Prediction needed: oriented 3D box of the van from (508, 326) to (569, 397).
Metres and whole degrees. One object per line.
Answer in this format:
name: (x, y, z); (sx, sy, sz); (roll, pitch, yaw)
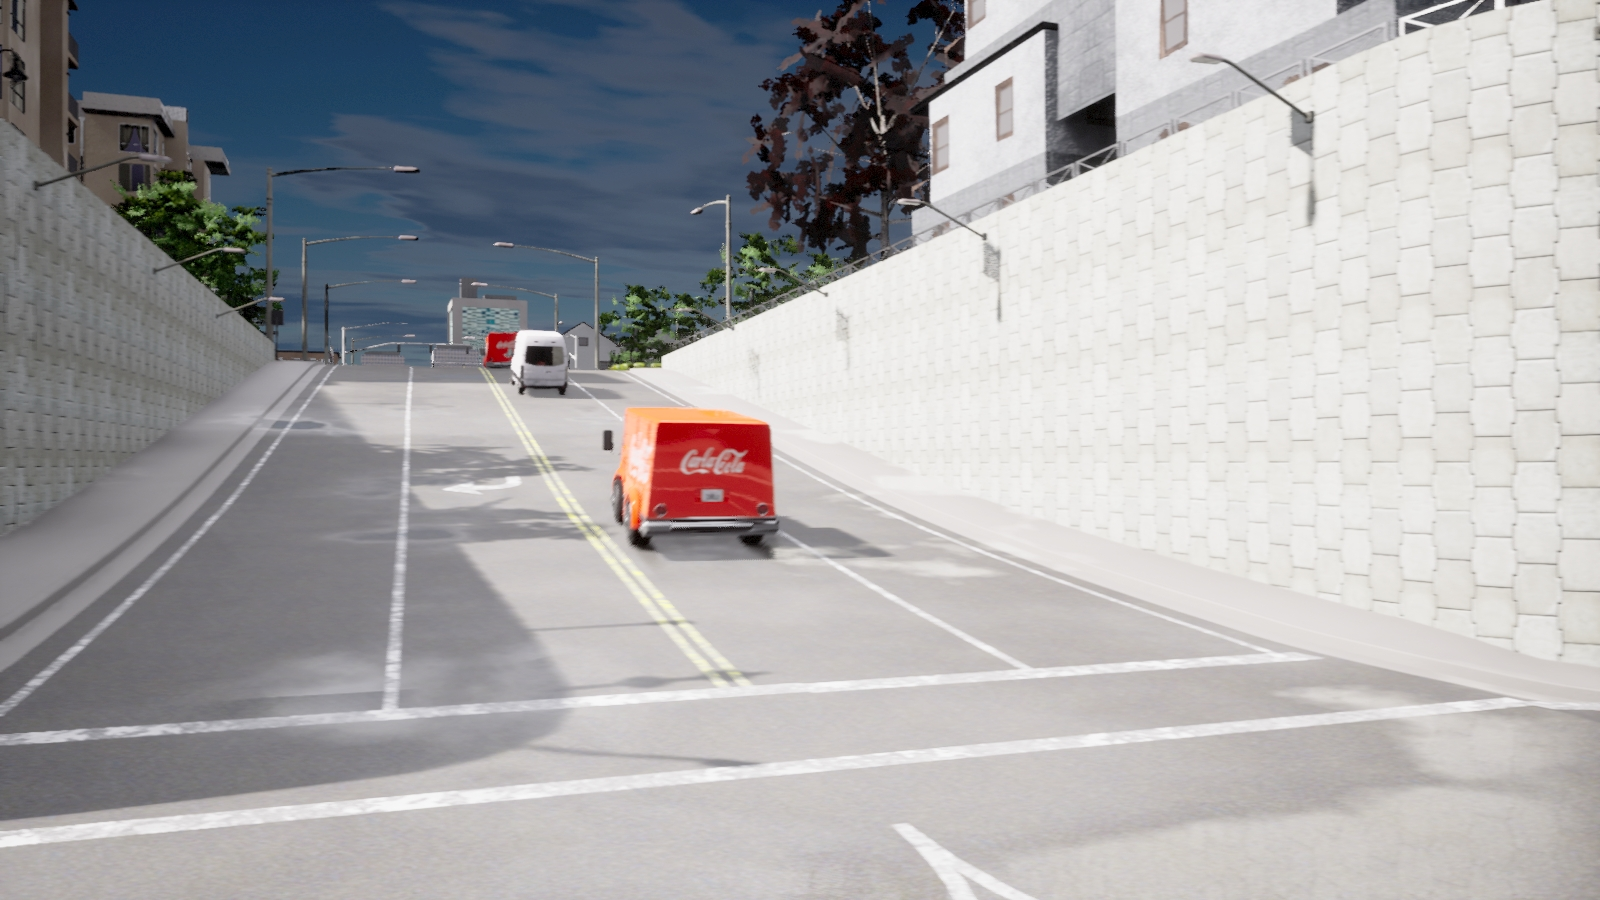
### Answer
van: (-11.456, -3.917, 49.743); (1.988, 2.561, 5.915); (0, 9, -19)

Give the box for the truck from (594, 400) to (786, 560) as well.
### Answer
truck: (-2.341, 0.419, 22.453); (2.627, 2.467, 5.204); (0, 5, -18)

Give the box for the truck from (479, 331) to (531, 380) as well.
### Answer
truck: (-17.734, -5.601, 68.451); (2.627, 2.467, 5.204); (0, 0, -19)
